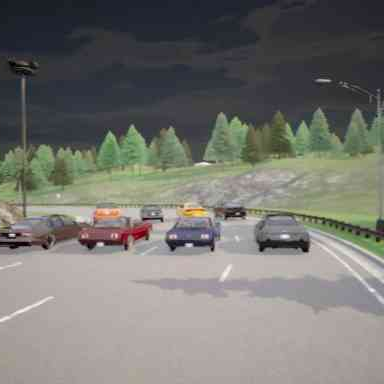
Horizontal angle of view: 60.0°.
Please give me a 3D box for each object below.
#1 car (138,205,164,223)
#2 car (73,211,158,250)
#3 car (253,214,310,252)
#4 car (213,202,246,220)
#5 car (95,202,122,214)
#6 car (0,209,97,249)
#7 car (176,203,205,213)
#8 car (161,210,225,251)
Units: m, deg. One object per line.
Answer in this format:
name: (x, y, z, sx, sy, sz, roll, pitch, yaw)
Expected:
car: (-3.482, 1.801, 28.159, 2.033, 1.411, 5.357, -1, 0, -11)
car: (-3.227, 1.756, 15.157, 1.895, 1.301, 4.718, -1, 0, 9)
car: (3.702, 1.620, 14.245, 1.994, 1.385, 4.181, -1, 0, 8)
car: (3.276, 1.654, 29.935, 1.882, 1.535, 5.008, -1, 0, -12)
car: (-6.948, 1.646, 27.596, 2.097, 1.767, 4.553, -1, -1, -11)
car: (-6.699, 1.752, 15.587, 2.033, 1.411, 5.357, -1, 0, 9)
car: (-0.161, 1.696, 29.279, 1.882, 1.535, 5.008, -1, 0, -12)
car: (0.230, 1.706, 14.608, 1.895, 1.301, 4.718, -1, 0, 9)
